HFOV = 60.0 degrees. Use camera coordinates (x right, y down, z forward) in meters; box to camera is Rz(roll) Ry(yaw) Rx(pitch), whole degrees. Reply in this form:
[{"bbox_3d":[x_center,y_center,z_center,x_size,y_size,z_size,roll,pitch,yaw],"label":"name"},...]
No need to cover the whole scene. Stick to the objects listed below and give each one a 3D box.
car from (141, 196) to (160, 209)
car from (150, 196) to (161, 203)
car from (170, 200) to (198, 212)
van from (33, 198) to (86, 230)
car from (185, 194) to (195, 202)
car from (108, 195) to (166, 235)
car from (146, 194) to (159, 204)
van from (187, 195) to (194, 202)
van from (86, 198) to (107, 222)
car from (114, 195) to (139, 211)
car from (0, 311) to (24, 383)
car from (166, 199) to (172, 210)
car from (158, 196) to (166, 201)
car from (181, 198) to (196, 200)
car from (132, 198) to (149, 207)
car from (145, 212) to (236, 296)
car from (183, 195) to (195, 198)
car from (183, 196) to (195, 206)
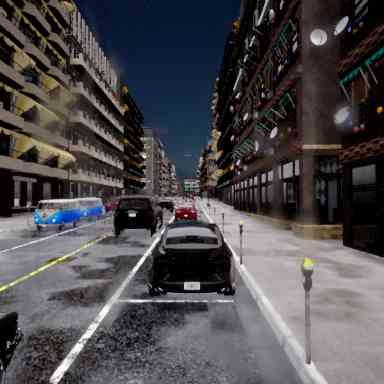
[{"bbox_3d":[-5.773,1.438,46.827,2.097,1.767,4.553,0,0,0],"label":"car"},{"bbox_3d":[-8.323,1.725,76.059,1.887,1.381,4.507,1,0,0],"label":"car"},{"bbox_3d":[-0.438,1.572,26.224,1.887,1.381,4.507,1,0,0],"label":"car"},{"bbox_3d":[-8.312,1.358,20.753,1.690,1.788,3.998,2,0,0],"label":"van"},{"bbox_3d":[-0.472,1.521,81.536,2.192,1.841,5.009,1,0,0],"label":"car"},{"bbox_3d":[-2.920,1.237,19.014,2.150,2.045,5.566,0,0,0],"label":"car"},{"bbox_3d":[-8.317,1.471,70.528,2.192,1.841,5.009,1,0,0],"label":"car"},{"bbox_3d":[-0.474,1.575,87.068,1.690,1.788,3.998,1,0,0],"label":"van"},{"bbox_3d":[-8.314,1.368,26.285,1.690,1.788,3.998,1,0,0],"label":"van"},{"bbox_3d":[-8.314,1.379,42.876,2.192,1.841,5.009,1,0,0],"label":"car"},{"bbox_3d":[-2.921,1.602,1.816,1.895,1.301,4.718,0,0,0],"label":"car"},{"bbox_3d":[-3.023,1.557,38.573,1.837,1.490,4.892,0,0,0],"label":"car"},{"bbox_3d":[-8.326,1.846,92.652,1.802,1.307,4.206,1,0,0],"label":"car"},{"bbox_3d":[-0.438,1.582,31.754,1.887,1.381,4.507,1,0,0],"label":"car"},{"bbox_3d":[-8.321,1.660,53.938,1.947,1.339,4.313,1,0,0],"label":"car"},{"bbox_3d":[0.000,1.509,8.653,1.837,1.490,4.892,0,0,0],"label":"car"},{"bbox_3d":[-0.429,1.490,37.286,1.967,1.590,4.097,1,0,0],"label":"car"},{"bbox_3d":[-0.473,1.553,59.411,1.967,1.590,4.097,1,0,0],"label":"car"}]
